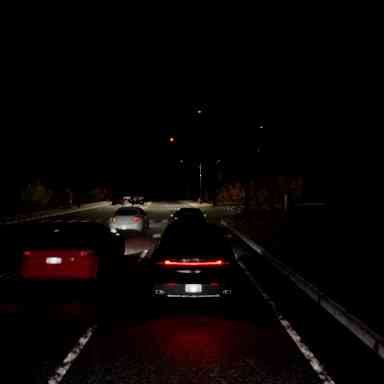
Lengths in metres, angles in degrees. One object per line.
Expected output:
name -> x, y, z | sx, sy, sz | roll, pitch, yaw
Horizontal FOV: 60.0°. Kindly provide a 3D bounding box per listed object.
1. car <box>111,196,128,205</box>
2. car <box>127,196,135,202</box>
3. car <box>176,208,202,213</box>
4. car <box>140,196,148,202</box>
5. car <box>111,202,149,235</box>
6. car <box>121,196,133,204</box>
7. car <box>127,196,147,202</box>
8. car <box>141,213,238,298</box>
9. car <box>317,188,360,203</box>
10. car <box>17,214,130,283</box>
car -> -12.351, 1.618, 55.584 | 1.812, 1.442, 4.674 | 0, 0, -5
car -> -15.737, 1.764, 86.157 | 1.994, 1.385, 4.181 | 0, 0, -8
car -> -0.180, 1.559, 17.899 | 2.033, 1.411, 5.357 | 0, 0, -2
car -> -12.467, 1.737, 86.227 | 2.128, 1.511, 4.902 | 0, 0, -8
car -> -3.479, 1.538, 18.767 | 1.812, 1.442, 4.674 | 0, 0, -3
car -> -13.791, 1.674, 70.748 | 2.128, 1.511, 4.902 | 0, 0, -6
car -> -9.115, 1.584, 55.866 | 2.128, 1.511, 4.902 | 0, 0, -5
car -> 0.013, 1.508, 8.491 | 1.837, 1.490, 4.892 | 0, 0, 0
car -> 16.867, 0.347, 38.565 | 4.553, 1.767, 2.097 | -3, 0, -3
car -> -3.252, 1.568, 9.734 | 1.994, 1.385, 4.181 | 0, 0, -1
